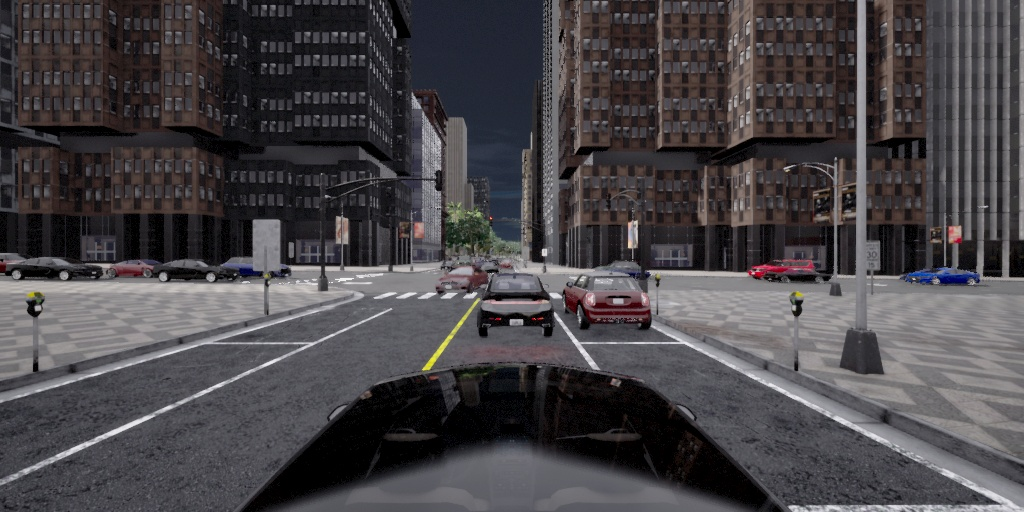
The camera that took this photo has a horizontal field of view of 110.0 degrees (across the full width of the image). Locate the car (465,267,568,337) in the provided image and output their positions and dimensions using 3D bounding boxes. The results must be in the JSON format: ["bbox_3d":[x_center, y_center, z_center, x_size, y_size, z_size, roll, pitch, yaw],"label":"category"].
[{"bbox_3d":[0.077,1.240,10.292,2.128,1.511,4.902,0,0,-1],"label":"car"}]

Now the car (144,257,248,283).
[{"bbox_3d":[-21.271,0.958,24.297,5.008,1.535,1.882,1,0,-1],"label":"car"}]

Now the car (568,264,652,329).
[{"bbox_3d":[2.735,1.189,11.178,1.967,1.591,4.097,0,0,0],"label":"car"}]

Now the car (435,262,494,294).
[{"bbox_3d":[-2.655,1.267,19.981,1.812,1.442,4.674,0,0,12],"label":"car"}]

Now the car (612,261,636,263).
[{"bbox_3d":[10.137,1.265,34.522,4.553,1.767,2.097,1,0,-1],"label":"car"}]

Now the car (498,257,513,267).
[{"bbox_3d":[-0.756,1.192,52.560,1.967,1.591,4.097,0,0,-1],"label":"car"}]

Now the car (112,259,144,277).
[{"bbox_3d":[-28.205,0.943,27.482,4.181,1.385,1.994,1,0,-1],"label":"car"}]

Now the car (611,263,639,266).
[{"bbox_3d":[9.342,1.507,31.265,4.718,1.301,1.895,1,0,-1],"label":"car"}]

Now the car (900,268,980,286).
[{"bbox_3d":[37.795,1.797,31.497,5.008,1.535,1.882,1,0,0],"label":"car"}]

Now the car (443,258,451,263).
[{"bbox_3d":[-9.280,1.318,52.482,1.948,1.339,4.313,0,0,-1],"label":"car"}]

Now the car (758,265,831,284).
[{"bbox_3d":[24.805,1.731,31.395,4.718,1.301,1.895,1,0,0],"label":"car"}]

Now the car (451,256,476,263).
[{"bbox_3d":[-6.584,0.968,49.380,2.150,2.045,5.566,0,0,0],"label":"car"}]

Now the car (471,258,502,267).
[{"bbox_3d":[-2.957,1.290,41.379,1.994,1.385,4.181,0,0,-19],"label":"car"}]

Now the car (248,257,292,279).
[{"bbox_3d":[-19.561,0.852,27.562,4.553,1.767,2.097,1,0,0],"label":"car"}]

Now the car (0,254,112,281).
[{"bbox_3d":[-30.738,0.824,24.216,5.008,1.535,1.882,1,0,0],"label":"car"}]

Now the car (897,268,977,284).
[{"bbox_3d":[41.069,1.911,34.759,5.357,1.411,2.033,1,0,0],"label":"car"}]

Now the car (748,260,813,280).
[{"bbox_3d":[26.092,1.368,34.649,5.566,2.045,2.150,1,0,0],"label":"car"}]
